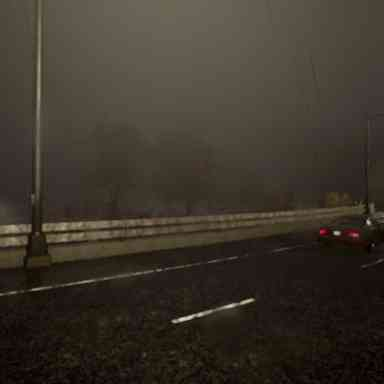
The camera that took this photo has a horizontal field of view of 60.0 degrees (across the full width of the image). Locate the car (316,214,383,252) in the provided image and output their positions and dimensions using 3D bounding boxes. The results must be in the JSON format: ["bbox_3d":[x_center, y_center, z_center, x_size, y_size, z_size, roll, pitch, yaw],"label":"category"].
[{"bbox_3d":[7.499,1.685,14.739,5.357,1.411,2.033,1,0,-43],"label":"car"}]
